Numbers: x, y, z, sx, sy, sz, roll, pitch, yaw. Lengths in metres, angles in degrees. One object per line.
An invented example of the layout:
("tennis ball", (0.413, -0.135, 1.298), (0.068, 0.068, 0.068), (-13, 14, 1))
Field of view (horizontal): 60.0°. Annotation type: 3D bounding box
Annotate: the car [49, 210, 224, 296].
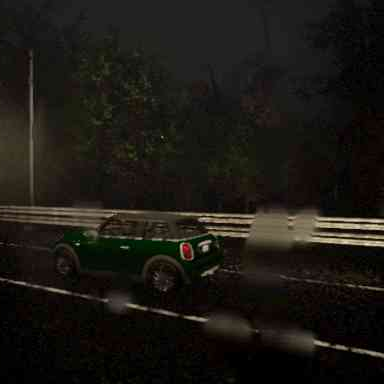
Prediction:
("car", (-1.559, 1.325, 8.736), (4.553, 1.767, 2.097), (0, 0, 28))
